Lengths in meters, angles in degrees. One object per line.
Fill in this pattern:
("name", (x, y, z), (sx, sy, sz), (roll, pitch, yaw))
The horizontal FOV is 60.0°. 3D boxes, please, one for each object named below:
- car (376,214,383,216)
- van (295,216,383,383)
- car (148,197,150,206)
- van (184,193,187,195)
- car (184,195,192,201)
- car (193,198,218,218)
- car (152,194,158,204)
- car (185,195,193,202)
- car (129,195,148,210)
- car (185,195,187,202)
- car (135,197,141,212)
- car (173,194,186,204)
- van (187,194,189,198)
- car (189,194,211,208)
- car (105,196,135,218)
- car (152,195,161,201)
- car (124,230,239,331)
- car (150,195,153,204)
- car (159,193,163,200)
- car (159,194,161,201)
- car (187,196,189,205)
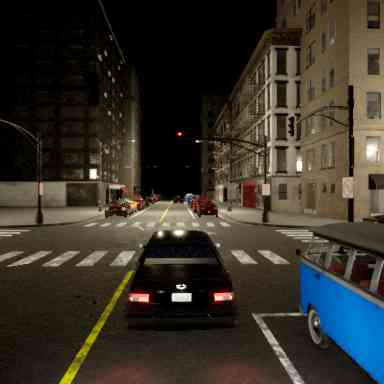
("car", (12.745, 1.631, 19.364), (5.357, 1.411, 2.033), (0, 0, -3))
("van", (2.535, 1.342, 3.696), (1.690, 1.788, 3.998), (0, 0, -2))
("car", (-7.334, 1.536, 46.249), (1.752, 1.417, 4.829), (0, 0, -2))
("van", (-0.490, 1.349, 73.787), (1.690, 1.788, 3.998), (0, 0, -2))
("car", (-0.957, 1.447, 84.596), (1.967, 1.590, 4.097), (0, 0, -2))
("car", (1.376, 1.552, 30.551), (1.887, 1.381, 4.507), (0, 0, -2))
("car", (-8.041, 1.560, 62.632), (2.008, 1.369, 4.403), (0, 0, -2))
("car", (-0.731, 1.533, 79.361), (1.752, 1.417, 4.829), (0, 0, -2))
("car", (-7.108, 1.325, 41.014), (2.192, 1.841, 5.009), (0, 0, -2))
("car", (0.210, 1.576, 57.574), (1.947, 1.339, 4.313), (0, 0, -2))
("car", (-6.868, 1.534, 35.440), (1.752, 1.417, 4.829), (0, 0, -2))
("car", (-2.500, 1.535, 61.346), (1.812, 1.442, 4.674), (0, 0, -3))
("van", (0.443, 1.351, 52.170), (1.690, 1.788, 3.998), (0, 0, -2))
("car", (1.143, 1.324, 35.956), (2.192, 1.841, 5.009), (0, 0, -2))
("car", (-6.642, 1.447, 30.205), (1.967, 1.590, 4.097), (0, 0, -2))
("car", (-8.975, 1.447, 84.250), (1.967, 1.590, 4.097), (0, 0, -2))
("car", (-0.259, 1.549, 7.251), (2.033, 1.411, 5.357), (0, 0, -2))
("car", (-7.575, 1.576, 51.823), (1.947, 1.339, 4.313), (0, 0, -2))
("car", (-8.741, 1.322, 78.845), (2.192, 1.841, 5.009), (0, 0, -2))
("car", (-8.508, 1.590, 73.441), (1.802, 1.307, 4.206), (0, 0, -2))
("car", (0.676, 1.555, 46.765), (1.887, 1.381, 4.507), (0, 0, -2))
